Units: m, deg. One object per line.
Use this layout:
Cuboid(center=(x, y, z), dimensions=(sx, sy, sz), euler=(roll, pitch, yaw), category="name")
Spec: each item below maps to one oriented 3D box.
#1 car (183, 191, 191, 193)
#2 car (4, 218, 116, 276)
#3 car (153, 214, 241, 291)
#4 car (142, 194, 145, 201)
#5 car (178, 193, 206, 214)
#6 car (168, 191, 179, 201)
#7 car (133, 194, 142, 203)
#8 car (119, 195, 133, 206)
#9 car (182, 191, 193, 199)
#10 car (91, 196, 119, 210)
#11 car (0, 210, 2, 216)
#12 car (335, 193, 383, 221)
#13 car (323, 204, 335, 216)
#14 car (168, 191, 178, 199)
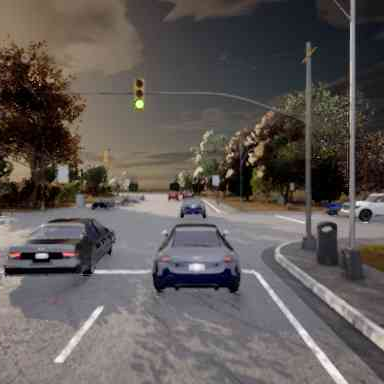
Cuboid(center=(-0.495, 1.065, 71.731), dimensions=(1.882, 1.535, 5.008), euler=(0, 1, -4), category="car")
Cuboid(center=(-3.618, 1.502, 10.128), dimensions=(2.033, 1.411, 5.357), euler=(0, 0, -4), category="car")
Cuboid(center=(0.098, 1.525, 8.935), dimensions=(1.994, 1.385, 4.181), euler=(0, 0, 0), category="car")
Cuboid(center=(-10.894, 1.132, 69.405), dimensions=(1.812, 1.442, 4.674), euler=(0, 1, -2), category="car")
Cuboid(center=(0.100, 1.223, 29.267), dimensions=(2.097, 1.767, 4.553), euler=(0, 0, 0), category="car")
Cuboid(center=(-3.947, 0.821, 70.834), dimensions=(2.150, 2.045, 5.566), euler=(0, 1, -3), category="car")
Cuboid(center=(-10.586, 1.308, 59.125), dimensions=(1.895, 1.301, 4.718), euler=(0, 0, -1), category="car")
Cuboid(center=(-10.579, 1.270, 49.169), dimensions=(2.128, 1.511, 4.902), euler=(0, 0, 0), category="car")
Cuboid(center=(-1.227, 0.702, 81.693), dimensions=(2.150, 2.045, 5.566), euler=(0, 1, -7), category="car")
Cuboid(center=(-10.601, 1.425, 40.066), dimensions=(1.895, 1.301, 4.718), euler=(0, 0, 0), category="car")
Cuboid(center=(-16.074, 1.498, 23.329), dimensions=(4.718, 1.301, 1.895), euler=(0, 0, 8), category="car")
Cuboid(center=(14.292, 1.111, 25.238), dimensions=(5.566, 2.045, 2.150), euler=(0, 0, -3), category="car")
Cuboid(center=(13.938, 1.352, 28.721), dimensions=(5.008, 1.535, 1.882), euler=(0, 0, -3), category="car")
Cuboid(center=(-4.739, 0.701, 81.579), dimensions=(2.150, 2.045, 5.566), euler=(0, 1, -7), category="car")
